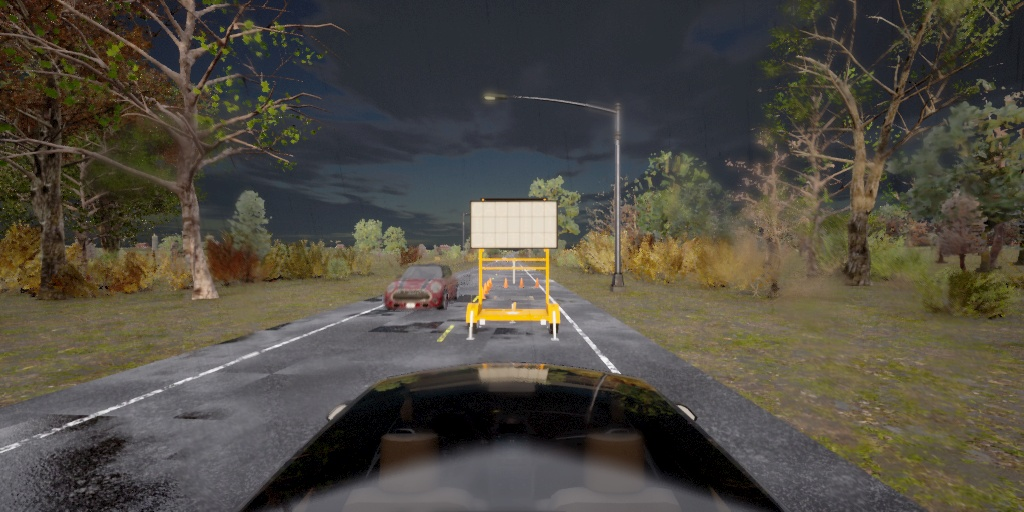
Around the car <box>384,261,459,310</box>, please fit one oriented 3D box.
[{"bbox_3d":[-3.442,1.098,14.453,2.097,1.767,4.553,0,0,0],"label":"car"}]

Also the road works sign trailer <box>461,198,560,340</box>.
[{"bbox_3d":[0.055,0.211,9.930,2.380,3.560,2.880,0,0,2],"label":"road works sign trailer"}]
